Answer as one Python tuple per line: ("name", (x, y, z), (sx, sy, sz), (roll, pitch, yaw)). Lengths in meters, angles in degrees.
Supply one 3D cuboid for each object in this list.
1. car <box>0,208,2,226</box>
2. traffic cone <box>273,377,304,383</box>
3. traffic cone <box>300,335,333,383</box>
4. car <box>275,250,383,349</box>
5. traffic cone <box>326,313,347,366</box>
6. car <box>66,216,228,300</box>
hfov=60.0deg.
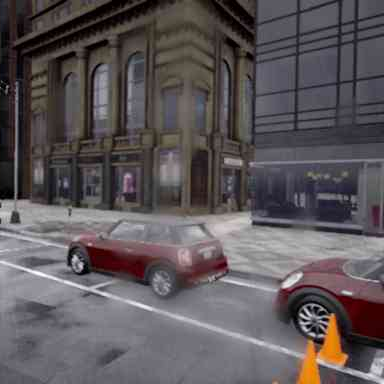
("car", (-10.380, 0.880, 14.743), (5.009, 1.841, 2.192), (2, 1, 36))
("traffic cone", (0.712, 1.931, 2.854), (0.340, 0.580, 0.340), (2, 1, 36))
("traffic cone", (1.298, 1.931, 3.665), (0.340, 0.580, 0.340), (2, 1, 36))
("car", (3.322, 1.443, 4.834), (4.097, 1.590, 1.967), (2, 1, 36))
("traffic cone", (1.884, 1.932, 4.475), (0.340, 0.580, 0.340), (2, 1, 36))
("car", (-1.245, 1.294, 8.137), (4.097, 1.590, 1.967), (2, 1, 36))
